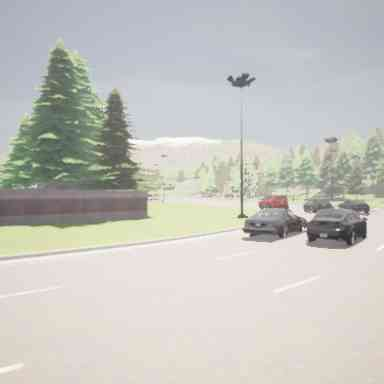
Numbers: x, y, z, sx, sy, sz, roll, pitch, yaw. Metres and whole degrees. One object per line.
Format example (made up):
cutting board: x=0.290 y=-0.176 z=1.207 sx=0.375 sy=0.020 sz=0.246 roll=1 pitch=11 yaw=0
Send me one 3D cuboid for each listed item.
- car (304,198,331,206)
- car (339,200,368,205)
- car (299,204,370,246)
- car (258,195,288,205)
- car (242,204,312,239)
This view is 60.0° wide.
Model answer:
car: x=13.917 y=1.457 z=37.065 sx=2.097 sy=1.767 sz=4.553 roll=0 pitch=0 yaw=2
car: x=17.405 y=1.590 z=36.084 sx=1.837 sy=1.490 sz=4.892 roll=1 pitch=0 yaw=2
car: x=6.913 y=1.546 z=15.659 sx=1.837 sy=1.490 sz=4.892 roll=1 pitch=0 yaw=37
car: x=10.278 y=1.365 z=42.275 sx=2.150 sy=2.045 sz=5.566 roll=0 pitch=0 yaw=-9
car: x=4.562 y=1.609 z=17.893 sx=2.033 sy=1.411 sz=5.357 roll=0 pitch=0 yaw=35
